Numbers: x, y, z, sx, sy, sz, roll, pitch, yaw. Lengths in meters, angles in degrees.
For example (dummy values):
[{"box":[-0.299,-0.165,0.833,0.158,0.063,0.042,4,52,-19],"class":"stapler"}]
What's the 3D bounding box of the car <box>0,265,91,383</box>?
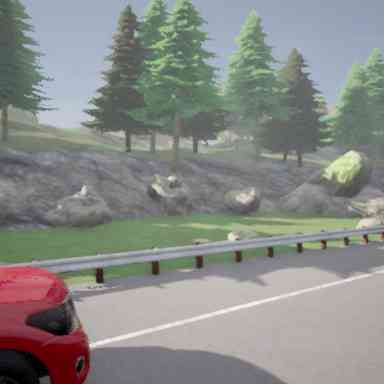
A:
[{"box":[-3.704,1.237,2.533,5.566,2.045,2.150,0,0,-35],"class":"car"}]
